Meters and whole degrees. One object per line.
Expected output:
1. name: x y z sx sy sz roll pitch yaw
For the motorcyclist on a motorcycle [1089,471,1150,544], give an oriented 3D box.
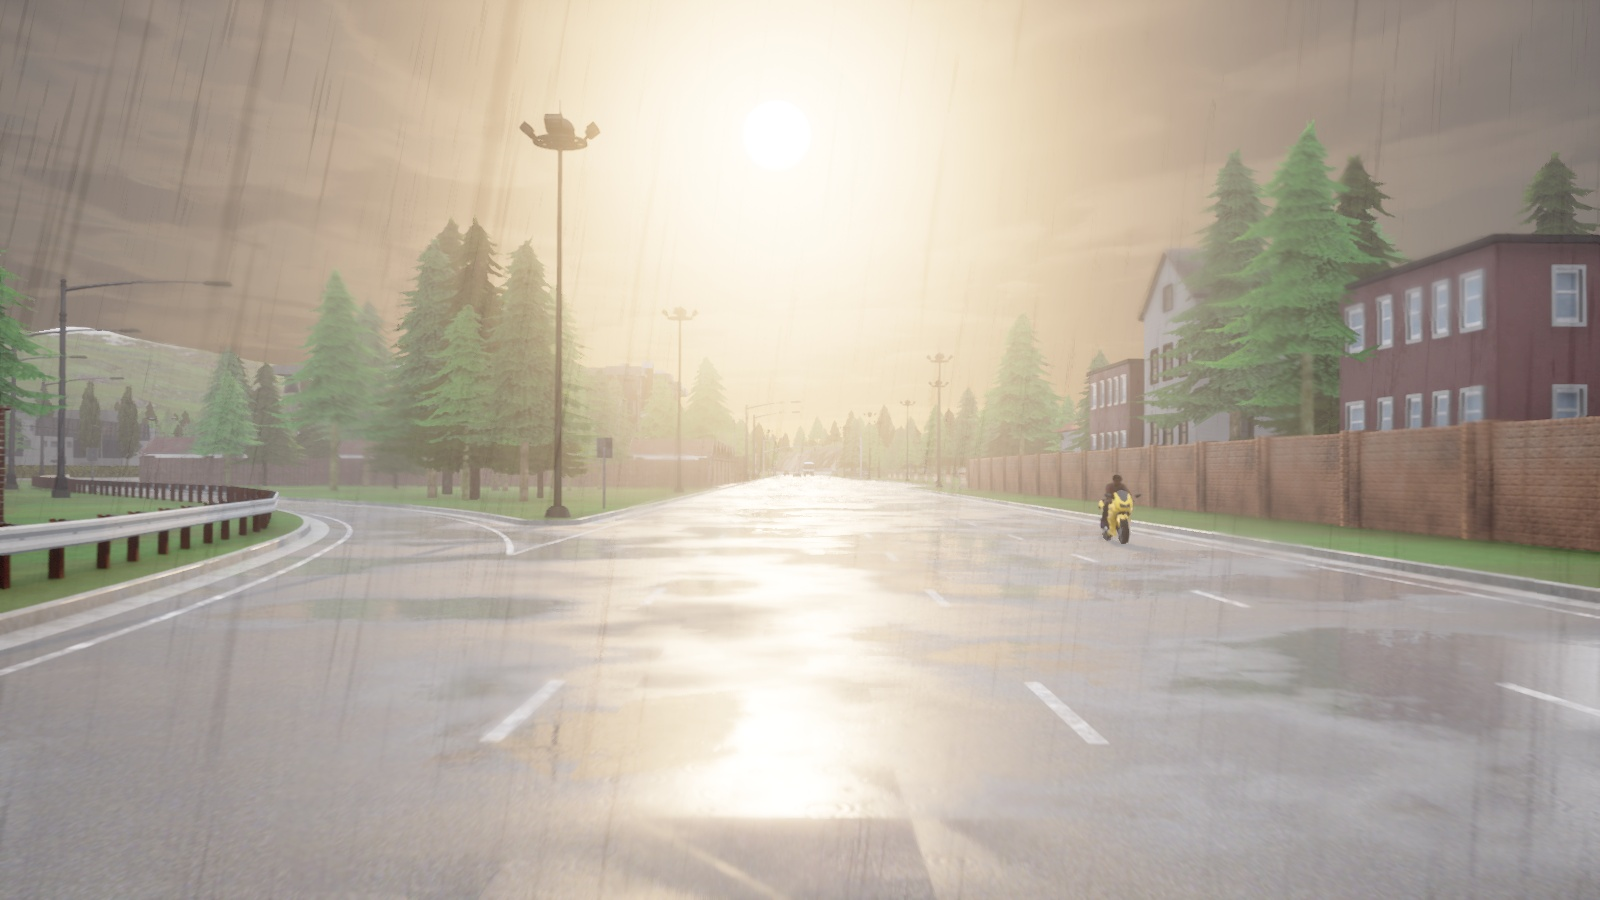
1. motorcyclist on a motorcycle: 6.932 1.227 27.359 0.797 1.523 2.044 0 -1 0
